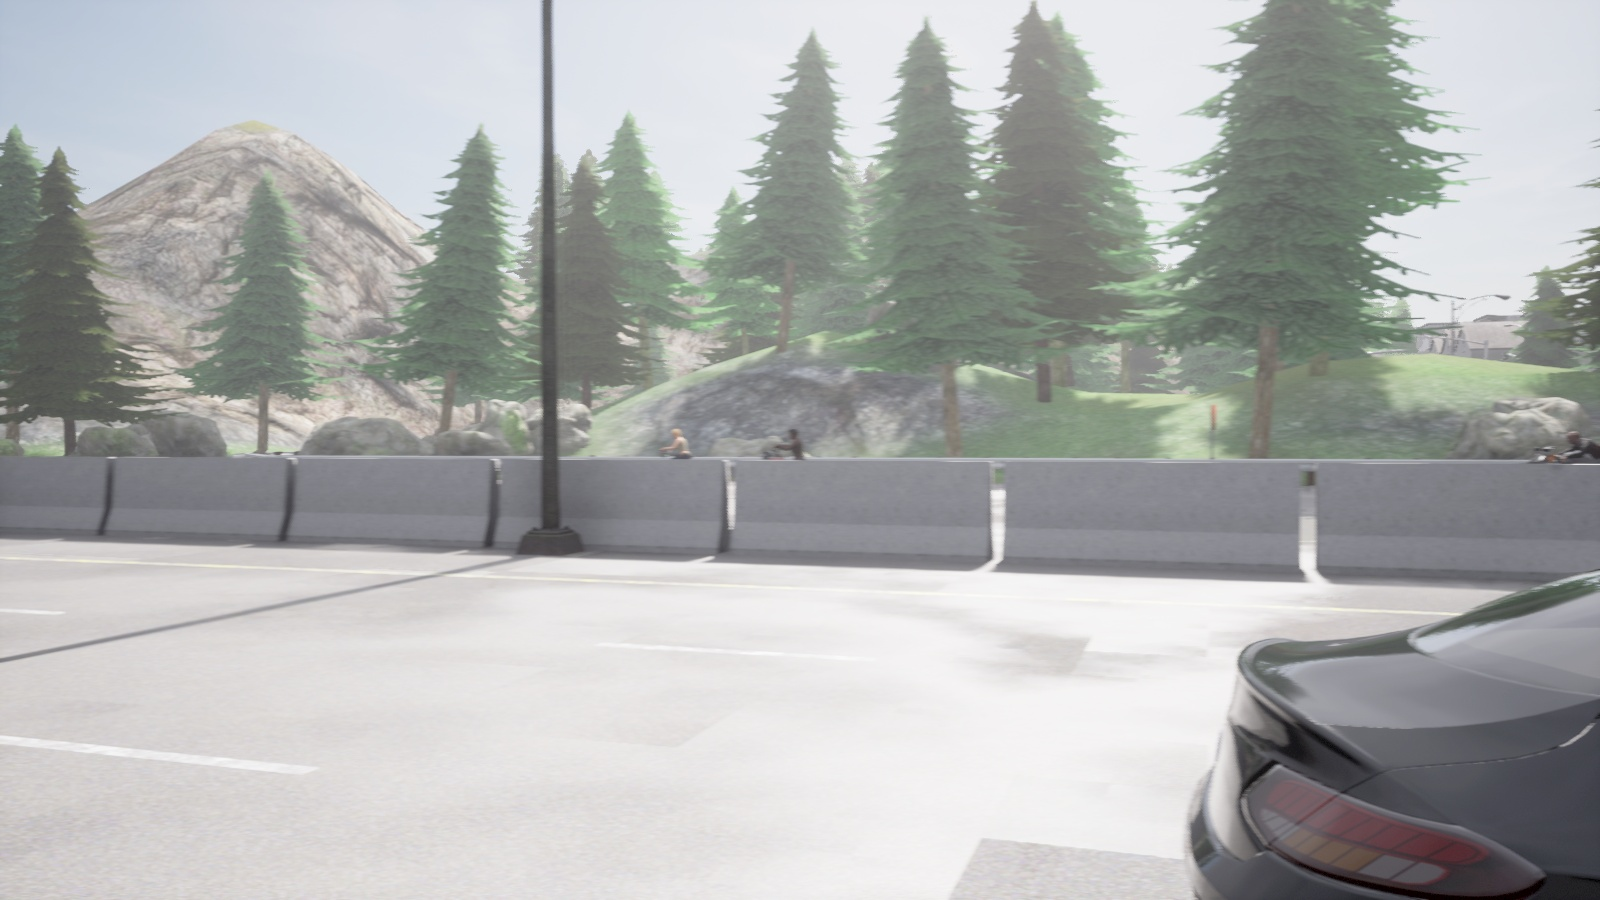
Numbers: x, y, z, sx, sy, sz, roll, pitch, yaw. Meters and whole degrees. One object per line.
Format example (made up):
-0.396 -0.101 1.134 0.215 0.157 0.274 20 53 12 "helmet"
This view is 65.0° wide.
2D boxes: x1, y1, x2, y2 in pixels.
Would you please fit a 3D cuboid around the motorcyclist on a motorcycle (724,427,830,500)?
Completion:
-0.530 0.306 29.219 2.350 1.649 0.766 0 1 19 "motorcyclist on a motorcycle"

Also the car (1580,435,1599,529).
15.619 0.542 20.092 5.008 1.535 1.882 0 1 19 "car"

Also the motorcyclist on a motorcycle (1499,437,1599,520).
14.743 0.532 24.080 2.191 1.530 0.866 1 1 19 "motorcyclist on a motorcycle"

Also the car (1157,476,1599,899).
3.087 0.829 2.160 4.674 1.442 1.812 0 1 19 "car"
